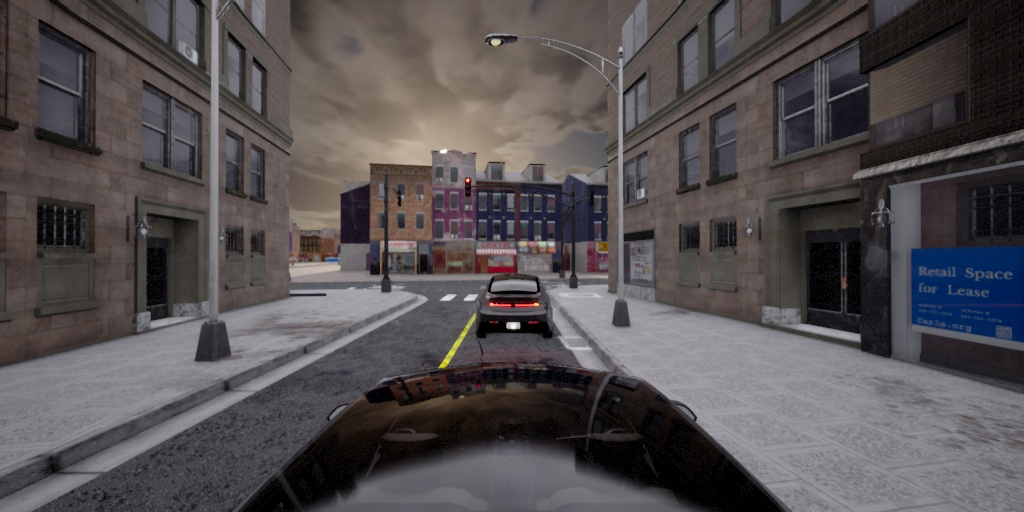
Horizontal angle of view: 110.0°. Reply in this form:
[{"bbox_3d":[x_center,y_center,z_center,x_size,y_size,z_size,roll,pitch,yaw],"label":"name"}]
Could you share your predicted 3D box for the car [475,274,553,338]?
[{"bbox_3d":[0.100,1.253,10.148,1.837,1.490,4.892,0,0,2],"label":"car"}]
